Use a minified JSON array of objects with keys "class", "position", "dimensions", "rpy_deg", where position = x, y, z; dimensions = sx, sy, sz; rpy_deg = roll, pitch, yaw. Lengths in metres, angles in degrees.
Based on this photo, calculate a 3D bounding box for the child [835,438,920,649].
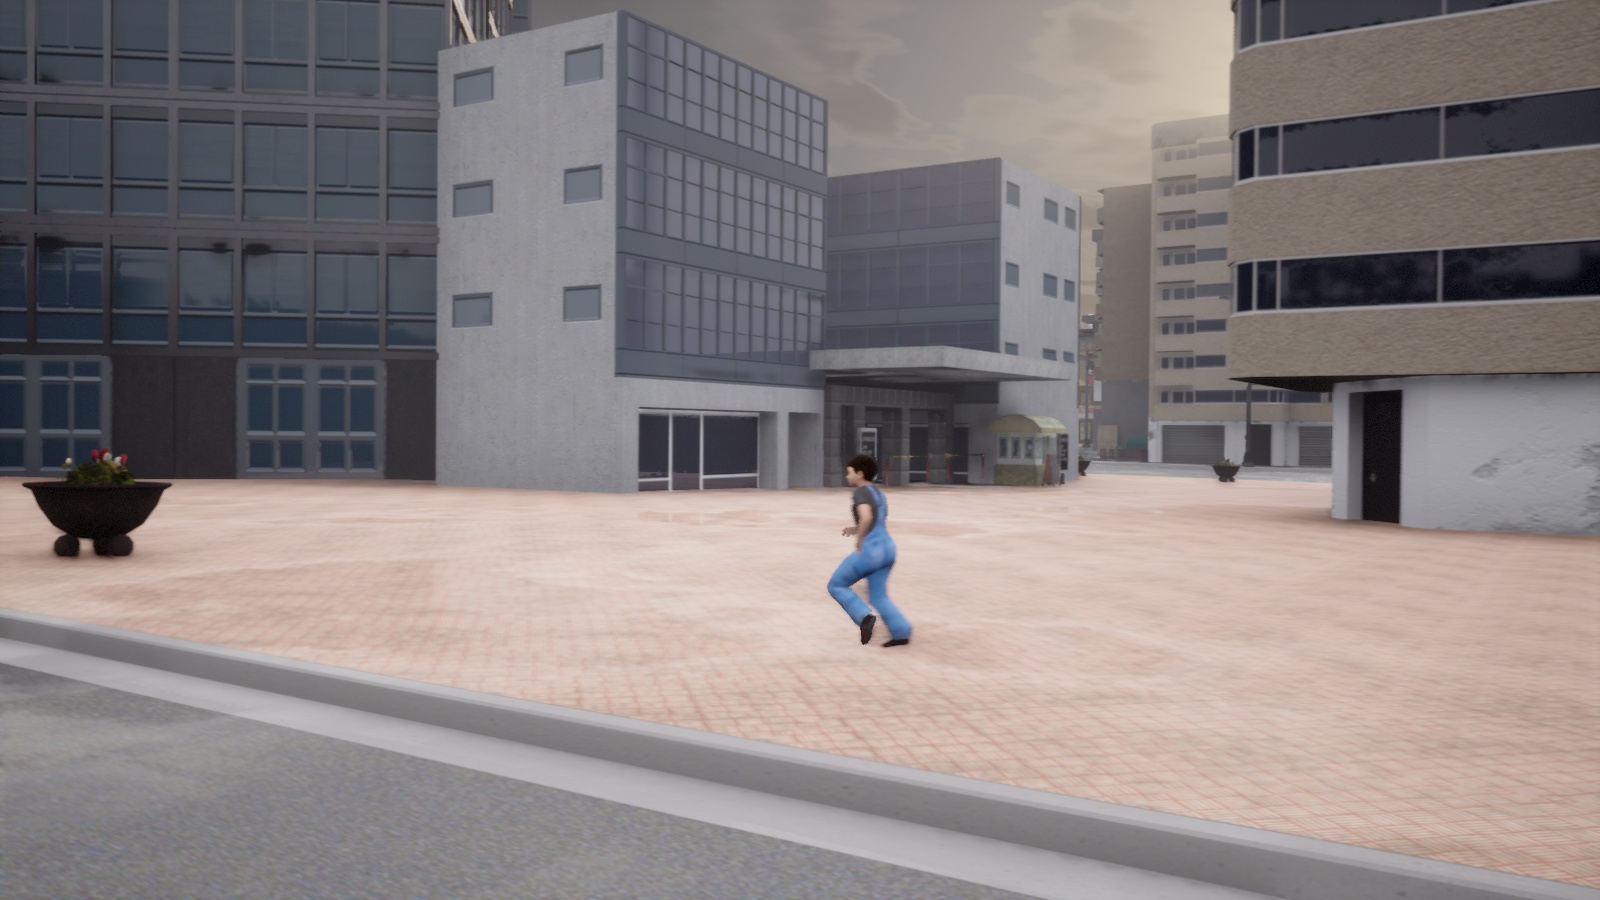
[{"class":"child","position":[0.477,0.558,7.763],"dimensions":[0.437,1.263,0.270],"rpy_deg":[0,1,34]}]
